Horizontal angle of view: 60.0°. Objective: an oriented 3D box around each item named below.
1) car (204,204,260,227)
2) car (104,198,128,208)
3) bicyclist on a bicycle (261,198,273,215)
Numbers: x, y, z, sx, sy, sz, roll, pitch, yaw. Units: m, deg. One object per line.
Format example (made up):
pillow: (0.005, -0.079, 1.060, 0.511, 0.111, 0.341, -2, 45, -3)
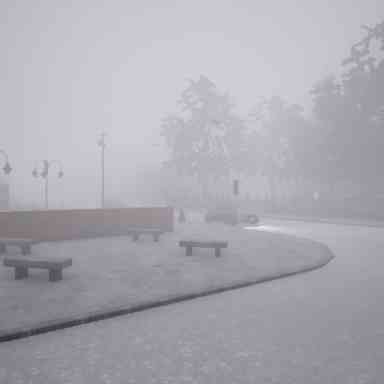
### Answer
car: (2.704, 1.563, 23.127, 1.994, 1.385, 4.181, 0, 0, -35)
car: (-9.406, 1.507, 40.260, 1.837, 1.490, 4.892, 0, -1, -35)
bicyclist on a bicycle: (7.079, 1.349, 31.453, 1.656, 1.620, 0.582, 0, 0, -35)
